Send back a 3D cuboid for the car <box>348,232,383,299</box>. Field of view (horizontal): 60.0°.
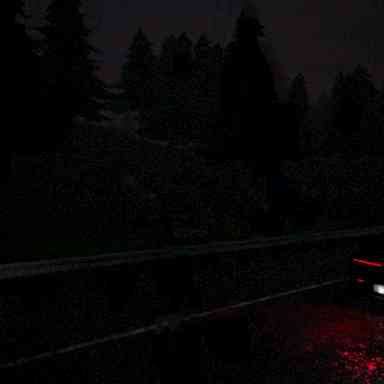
[{"bbox_3d":[5.472,1.543,7.433,4.892,1.490,1.837,0,0,-34],"label":"car"}]
